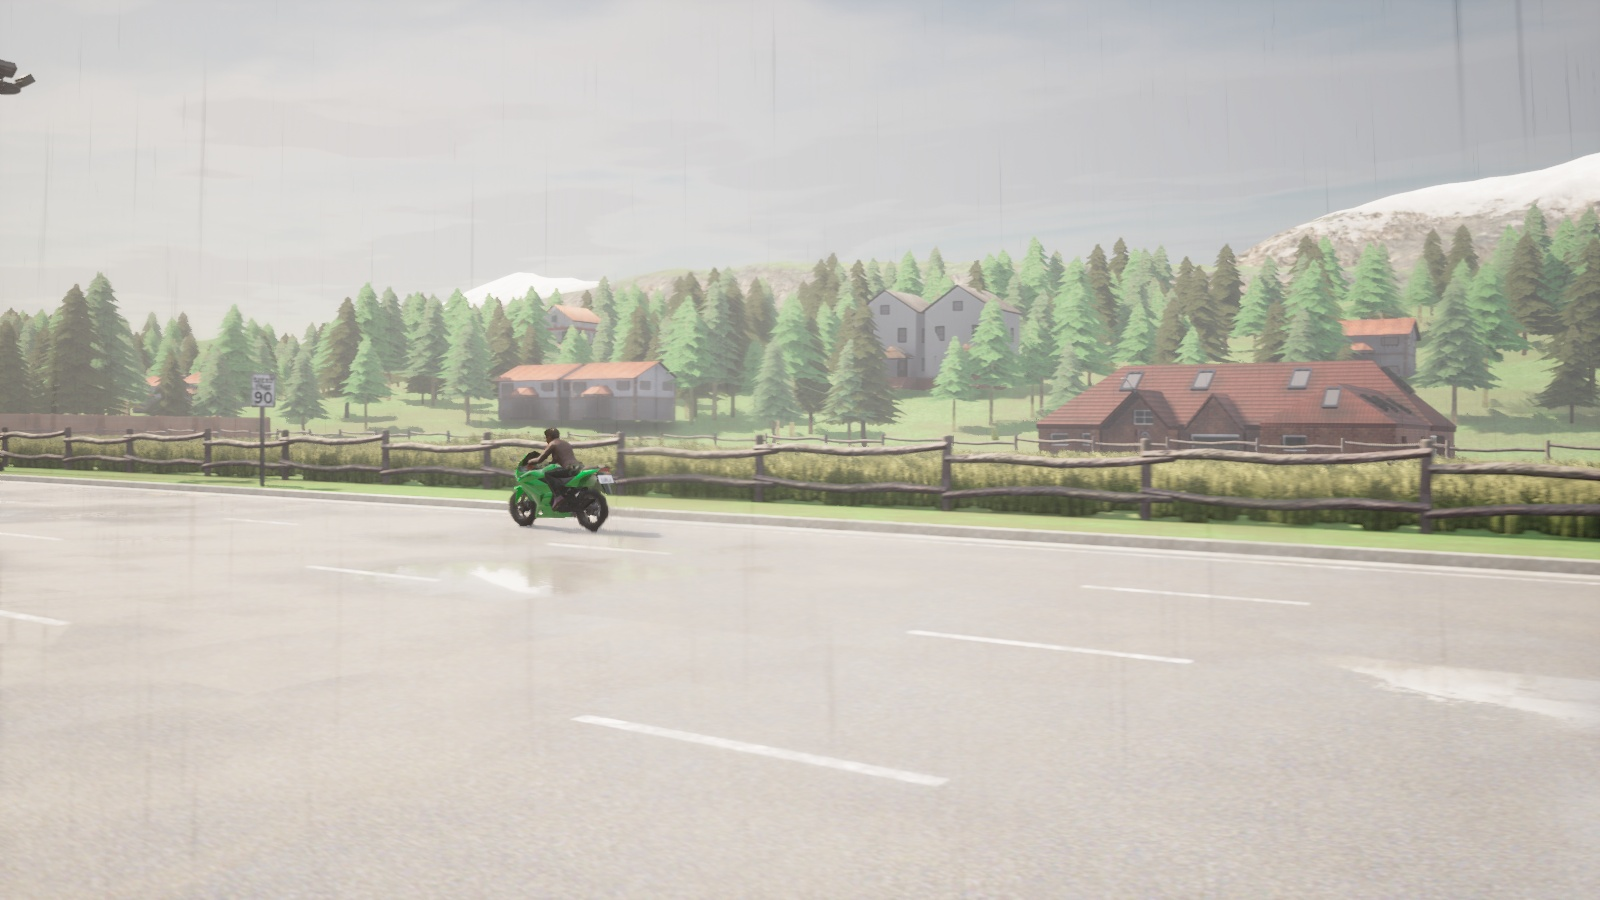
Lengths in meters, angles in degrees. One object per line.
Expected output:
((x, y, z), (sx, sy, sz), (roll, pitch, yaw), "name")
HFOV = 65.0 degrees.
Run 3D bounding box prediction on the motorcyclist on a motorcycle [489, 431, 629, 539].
((-3.585, 0.492, 18.609), (2.044, 1.523, 0.797), (0, 1, 34), "motorcyclist on a motorcycle")
